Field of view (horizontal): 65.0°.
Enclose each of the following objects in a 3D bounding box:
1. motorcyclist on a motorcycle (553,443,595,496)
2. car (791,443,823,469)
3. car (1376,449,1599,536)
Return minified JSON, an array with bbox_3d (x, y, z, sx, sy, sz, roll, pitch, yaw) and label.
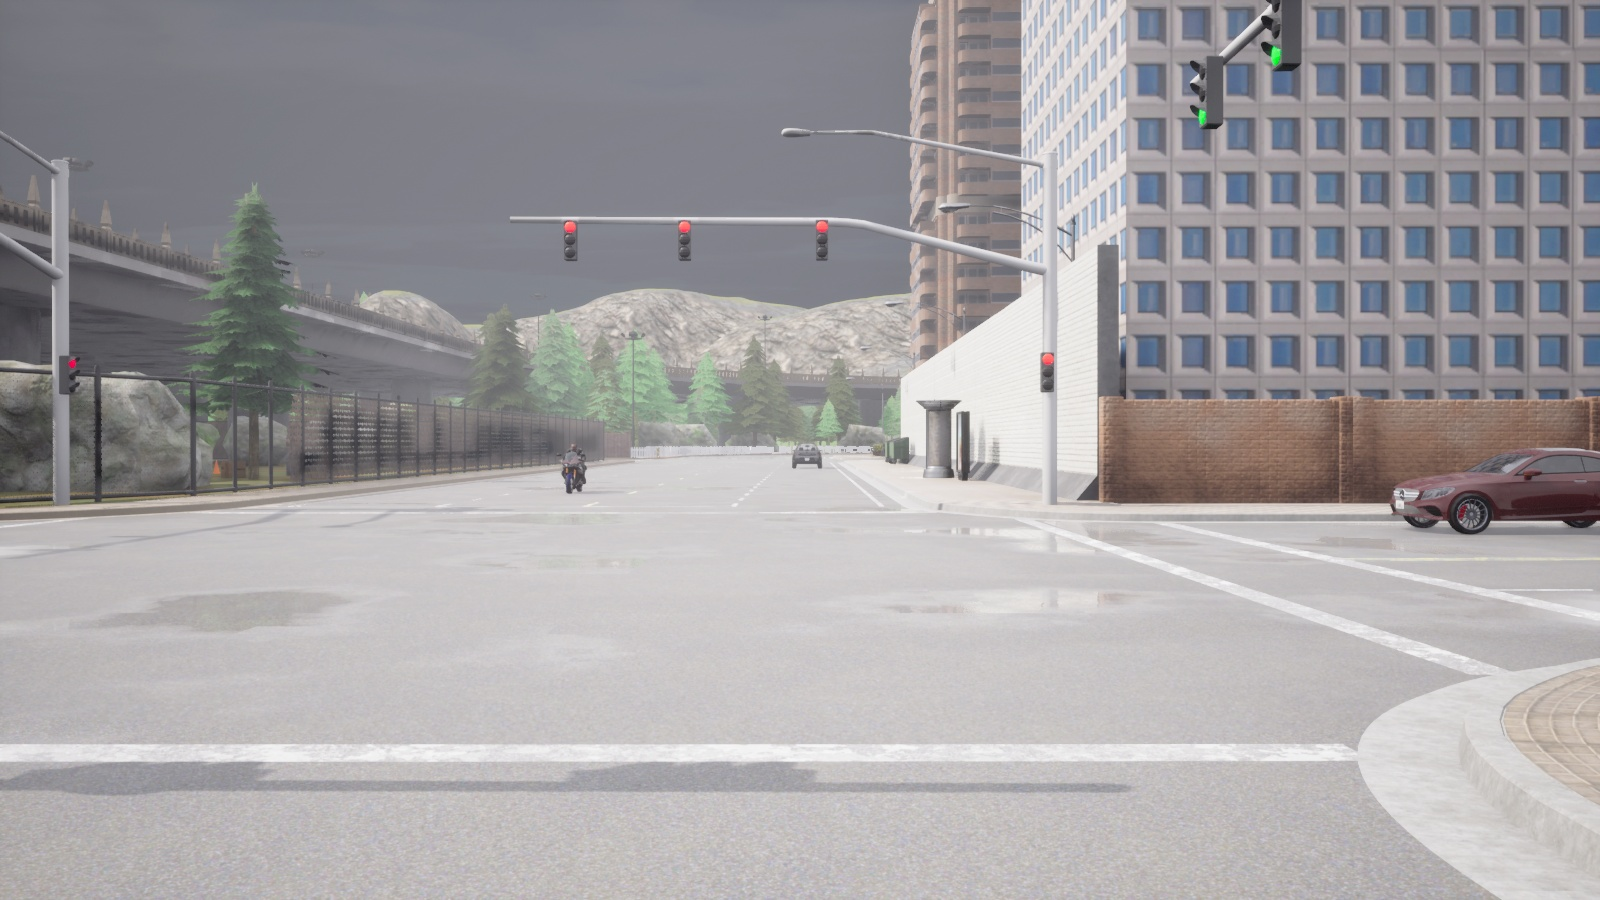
[{"bbox_3d":[-6.779,0.562,37.779,0.866,1.530,2.191,0,0,0],"label":"motorcyclist on a motorcycle"},{"bbox_3d":[0.422,0.337,74.872,1.816,1.474,4.193,0,0,0],"label":"car"},{"bbox_3d":[12.785,0.714,21.879,4.674,1.442,1.812,0,0,0],"label":"car"}]
